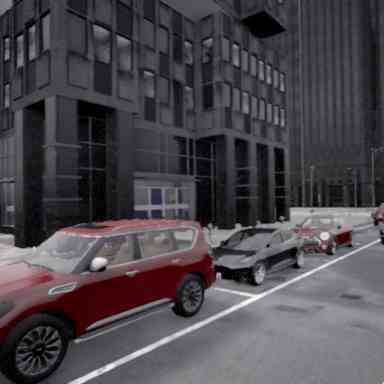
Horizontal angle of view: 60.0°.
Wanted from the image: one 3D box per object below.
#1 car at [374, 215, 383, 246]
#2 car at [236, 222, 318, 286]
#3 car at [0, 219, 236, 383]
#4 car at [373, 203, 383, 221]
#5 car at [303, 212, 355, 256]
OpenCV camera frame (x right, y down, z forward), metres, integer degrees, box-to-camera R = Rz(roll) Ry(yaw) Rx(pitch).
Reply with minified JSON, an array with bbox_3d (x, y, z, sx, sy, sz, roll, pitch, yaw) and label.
[{"bbox_3d":[10.643,1.884,16.304,1.895,1.301,4.718,-2,-2,40],"label":"car"},{"bbox_3d":[2.034,1.801,10.244,1.947,1.339,4.313,-2,-2,40],"label":"car"},{"bbox_3d":[-1.579,1.487,5.968,2.192,1.841,5.009,-2,-2,40],"label":"car"},{"bbox_3d":[16.468,1.802,27.387,2.192,1.841,5.009,-2,-2,40],"label":"car"},{"bbox_3d":[5.641,1.738,14.532,1.967,1.590,4.097,-2,-2,40],"label":"car"}]
